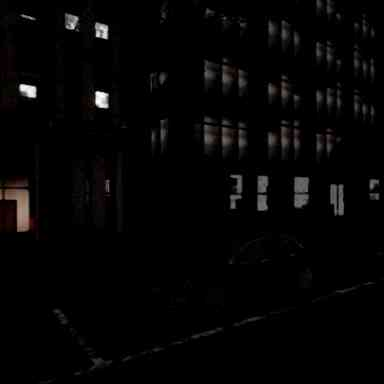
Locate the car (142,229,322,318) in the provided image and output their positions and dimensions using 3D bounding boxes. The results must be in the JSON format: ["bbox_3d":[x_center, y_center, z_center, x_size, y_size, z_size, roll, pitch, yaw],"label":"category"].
[{"bbox_3d":[1.041,1.537,7.277,4.403,1.369,2.008,0,0,-35],"label":"car"}]
